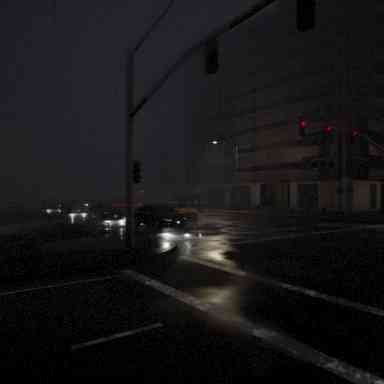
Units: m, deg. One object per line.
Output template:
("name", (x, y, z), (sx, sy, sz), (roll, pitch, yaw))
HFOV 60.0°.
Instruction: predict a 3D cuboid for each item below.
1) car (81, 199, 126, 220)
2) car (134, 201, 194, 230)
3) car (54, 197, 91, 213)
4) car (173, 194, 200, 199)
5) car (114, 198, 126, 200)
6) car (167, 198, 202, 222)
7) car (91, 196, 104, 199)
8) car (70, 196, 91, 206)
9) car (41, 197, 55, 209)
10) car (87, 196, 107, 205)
("car", (-7.853, 1.603, 29.662), (2.033, 1.411, 5.357), (0, 0, -35))
("car", (-2.215, 1.560, 21.721), (1.837, 1.490, 4.892), (0, 0, -35))
("car", (-13.707, 1.603, 37.926), (2.033, 1.411, 5.357), (0, 0, -35))
("car", (-1.072, 1.277, 38.561), (2.150, 2.045, 5.566), (0, 0, -35))
("car", (-6.813, 1.407, 34.245), (2.097, 1.767, 4.553), (0, 0, -35))
("car", (-1.443, 1.533, 26.679), (1.882, 1.535, 5.008), (0, 0, -35))
("car", (-12.893, 1.603, 42.826), (2.033, 1.411, 5.357), (0, 0, -35))
("car", (-19.845, 1.547, 58.985), (2.128, 1.511, 4.902), (0, 0, -35))
("car", (-19.750, 1.533, 46.503), (1.882, 1.535, 5.008), (0, 0, -35))
("car", (-17.776, 1.533, 62.117), (1.882, 1.535, 5.008), (0, 0, -35))
